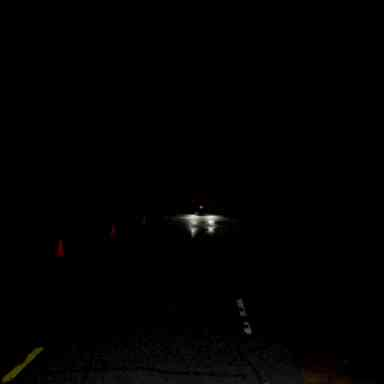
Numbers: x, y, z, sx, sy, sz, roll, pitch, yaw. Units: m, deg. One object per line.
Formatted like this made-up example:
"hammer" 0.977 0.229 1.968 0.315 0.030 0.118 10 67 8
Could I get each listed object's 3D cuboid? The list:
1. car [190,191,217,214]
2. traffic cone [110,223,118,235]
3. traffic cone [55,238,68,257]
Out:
"car" 1.192 0.969 32.141 2.150 2.045 5.566 1 0 8
"traffic cone" -3.842 1.800 16.252 0.340 0.580 0.340 0 1 7
"traffic cone" -4.412 1.845 11.175 0.340 0.580 0.340 0 1 5
